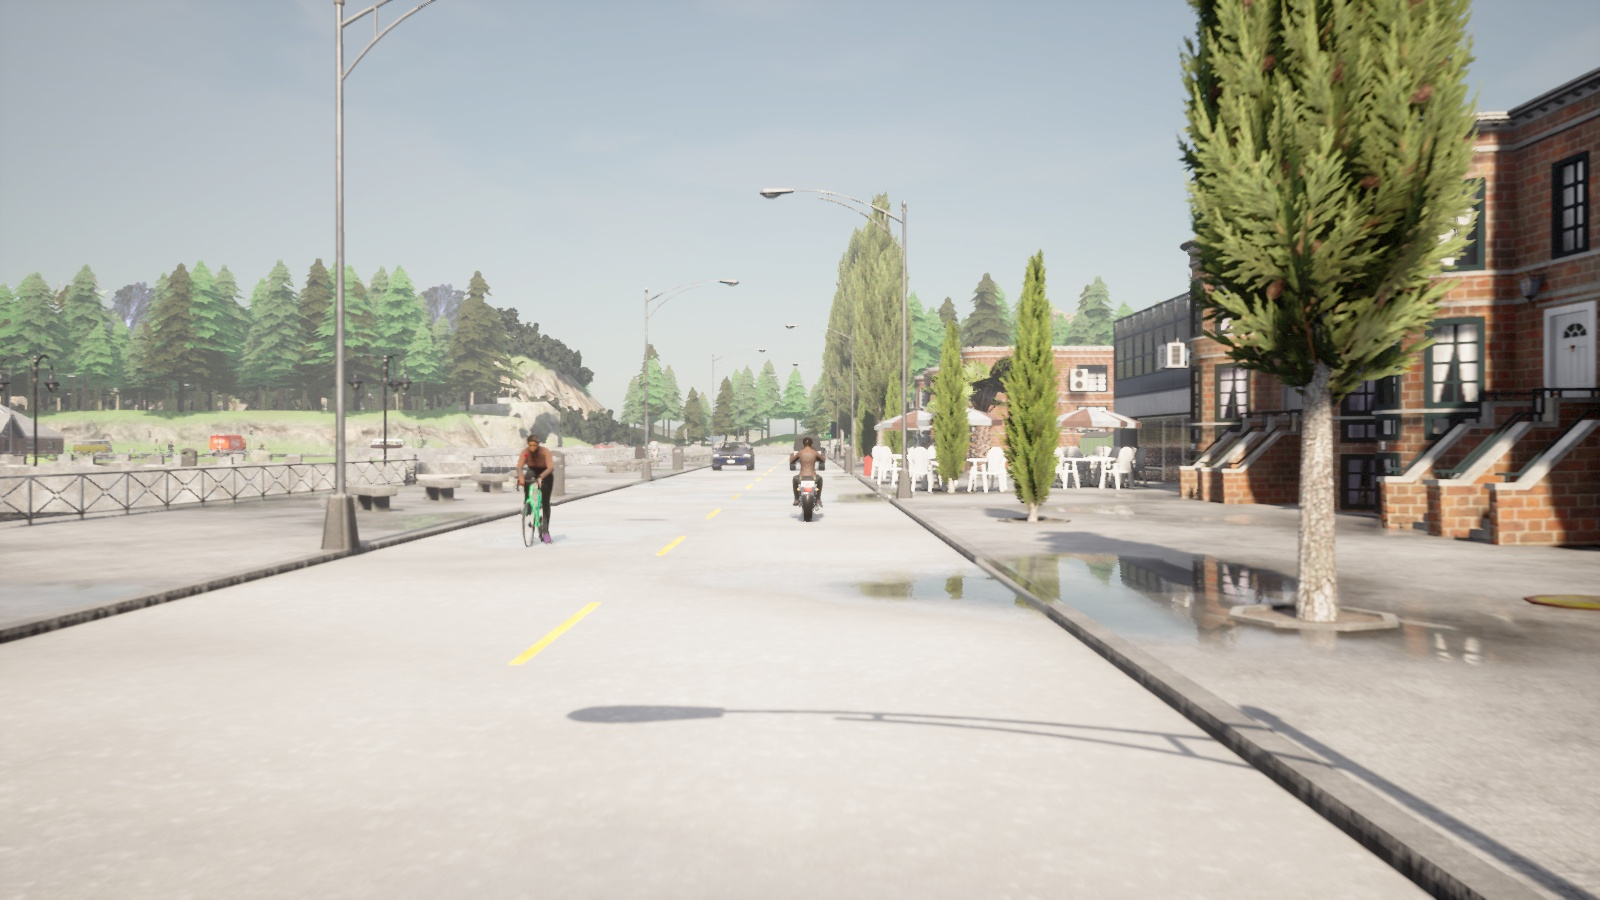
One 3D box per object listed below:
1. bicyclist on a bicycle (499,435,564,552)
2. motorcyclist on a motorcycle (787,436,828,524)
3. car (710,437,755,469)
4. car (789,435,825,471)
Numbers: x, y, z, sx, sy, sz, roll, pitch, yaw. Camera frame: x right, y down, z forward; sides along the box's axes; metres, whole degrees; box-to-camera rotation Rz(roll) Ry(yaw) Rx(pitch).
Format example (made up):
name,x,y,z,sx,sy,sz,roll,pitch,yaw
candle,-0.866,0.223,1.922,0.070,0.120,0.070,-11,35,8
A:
name,x,y,z,sx,sy,sz,roll,pitch,yaw
bicyclist on a bicycle,-3.883,0.593,18.283,0.582,1.620,1.656,0,1,0
motorcyclist on a motorcycle,0.152,0.557,24.778,0.766,1.649,2.350,0,0,0
car,-3.606,0.138,68.237,2.152,1.651,5.027,0,0,0
car,0.396,0.155,68.786,1.905,1.878,3.866,0,0,0
